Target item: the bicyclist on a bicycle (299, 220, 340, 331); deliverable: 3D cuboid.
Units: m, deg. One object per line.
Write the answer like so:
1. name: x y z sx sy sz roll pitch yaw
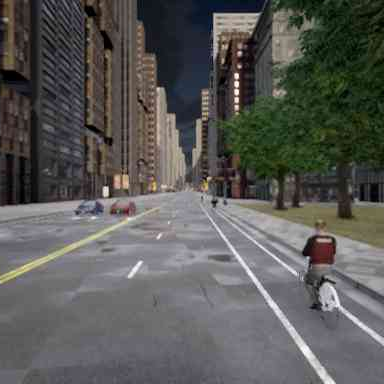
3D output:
1. bicyclist on a bicycle: 2.238 1.370 6.016 0.659 1.776 1.843 0 0 0

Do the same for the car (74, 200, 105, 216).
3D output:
1. car: -9.925 1.528 32.600 1.812 1.442 4.674 0 0 0

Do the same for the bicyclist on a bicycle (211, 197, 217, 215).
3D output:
1. bicyclist on a bicycle: 2.173 1.374 32.444 0.659 1.776 1.843 0 0 0

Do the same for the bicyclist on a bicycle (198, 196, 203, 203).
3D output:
1. bicyclist on a bicycle: 2.106 1.544 68.497 0.582 1.620 1.656 1 0 0

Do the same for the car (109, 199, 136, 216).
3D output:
1. car: -6.683 1.480 32.572 1.882 1.535 5.008 0 0 0
